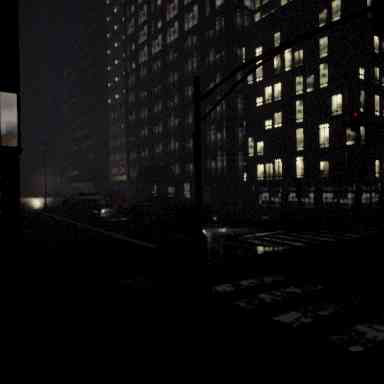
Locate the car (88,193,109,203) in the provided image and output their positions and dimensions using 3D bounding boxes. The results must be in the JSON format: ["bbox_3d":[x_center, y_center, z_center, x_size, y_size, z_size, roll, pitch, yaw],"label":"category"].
[{"bbox_3d":[-15.967,0.913,56.809,1.882,1.535,5.008,-1,1,-35],"label":"car"}]

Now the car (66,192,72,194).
[{"bbox_3d":[-19.345,1.077,56.181,1.895,1.301,4.718,-1,1,-35],"label":"car"}]

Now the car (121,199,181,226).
[{"bbox_3d":[-2.906,1.451,22.389,2.008,1.369,4.403,-1,1,-35],"label":"car"}]

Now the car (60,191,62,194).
[{"bbox_3d":[-26.087,0.727,70.703,1.967,1.590,4.097,-1,1,-35],"label":"car"}]

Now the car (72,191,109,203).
[{"bbox_3d":[-12.554,0.896,40.893,2.150,2.045,5.566,-1,1,-34],"label":"car"}]

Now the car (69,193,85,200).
[{"bbox_3d":[-22.884,0.883,66.060,1.887,1.381,4.507,-1,1,-35],"label":"car"}]

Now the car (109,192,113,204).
[{"bbox_3d":[-13.825,1.109,48.263,2.033,1.411,5.357,-1,1,-34],"label":"car"}]

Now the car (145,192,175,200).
[{"bbox_3d":[-3.666,0.957,38.196,2.192,1.841,5.009,-1,1,-35],"label":"car"}]

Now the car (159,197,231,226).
[{"bbox_3d":[0.040,1.361,22.614,2.128,1.511,4.902,-1,1,-35],"label":"car"}]

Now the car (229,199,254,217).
[{"bbox_3d":[3.087,1.272,28.341,1.752,1.417,4.829,-1,1,-35],"label":"car"}]

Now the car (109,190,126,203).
[{"bbox_3d":[-12.039,0.727,51.049,2.150,2.045,5.566,-1,1,-35],"label":"car"}]

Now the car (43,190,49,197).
[{"bbox_3d":[-35.697,0.682,84.635,2.008,1.369,4.403,-1,1,-35],"label":"car"}]

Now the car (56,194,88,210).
[{"bbox_3d":[-13.743,1.285,38.051,2.008,1.369,4.403,-1,1,-35],"label":"car"}]

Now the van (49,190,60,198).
[{"bbox_3d":[-32.493,0.525,79.988,1.690,1.788,3.998,-1,1,-35],"label":"van"}]

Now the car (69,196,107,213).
[{"bbox_3d":[-10.539,1.350,33.407,1.947,1.339,4.313,-1,1,-35],"label":"car"}]
